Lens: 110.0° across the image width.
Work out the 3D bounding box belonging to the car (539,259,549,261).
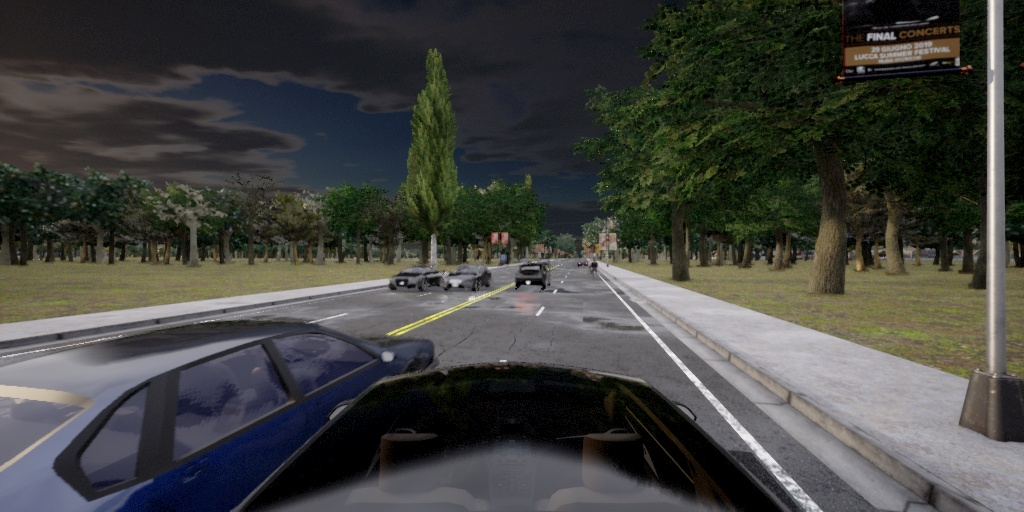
[{"bbox_3d":[5.376,1.229,61.310,1.882,1.535,5.008,0,0,11],"label":"car"}]

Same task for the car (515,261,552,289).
[{"bbox_3d":[1.409,1.255,22.916,1.837,1.490,4.892,0,0,11],"label":"car"}]

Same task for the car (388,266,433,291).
[{"bbox_3d":[-5.670,1.313,21.609,1.994,1.385,4.181,0,0,11],"label":"car"}]

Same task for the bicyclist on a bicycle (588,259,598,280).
[{"bbox_3d":[6.998,1.121,30.483,0.659,1.776,1.843,0,0,11],"label":"bicyclist on a bicycle"}]

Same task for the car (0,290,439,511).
[{"bbox_3d":[-2.449,1.297,3.052,2.033,1.411,5.357,0,0,11],"label":"car"}]

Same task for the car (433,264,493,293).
[{"bbox_3d":[-2.478,1.241,21.000,2.128,1.511,4.902,0,0,11],"label":"car"}]

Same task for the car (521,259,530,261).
[{"bbox_3d":[2.191,1.243,61.948,2.128,1.511,4.902,0,0,11],"label":"car"}]
